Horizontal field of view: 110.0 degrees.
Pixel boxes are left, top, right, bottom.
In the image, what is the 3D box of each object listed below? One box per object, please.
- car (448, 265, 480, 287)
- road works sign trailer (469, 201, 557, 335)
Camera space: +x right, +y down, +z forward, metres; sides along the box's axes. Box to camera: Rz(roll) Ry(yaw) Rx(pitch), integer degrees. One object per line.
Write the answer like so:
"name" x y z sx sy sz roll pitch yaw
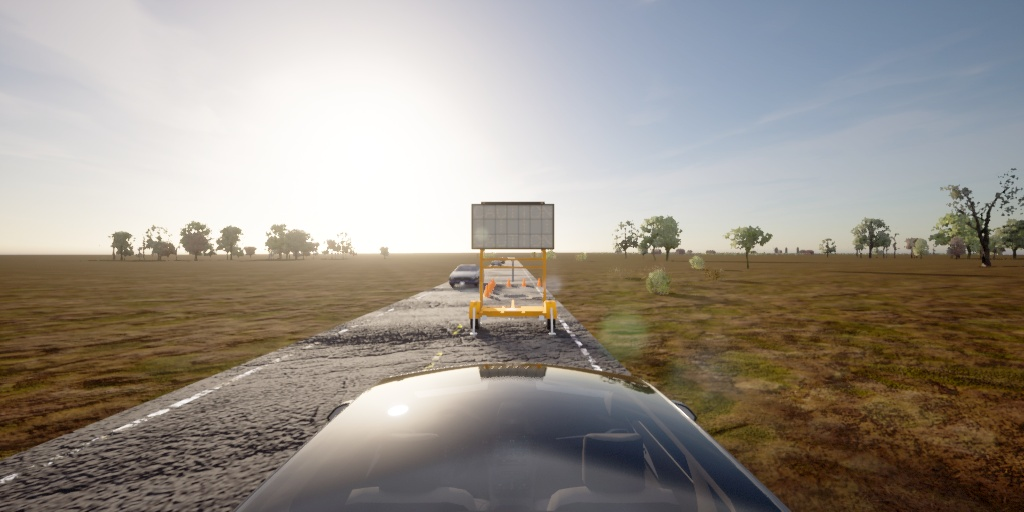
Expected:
"car" -3.039 1.297 24.565 2.033 1.411 5.357 0 0 0
"road works sign trailer" 0.026 0.214 10.518 2.380 3.560 2.880 0 0 0
